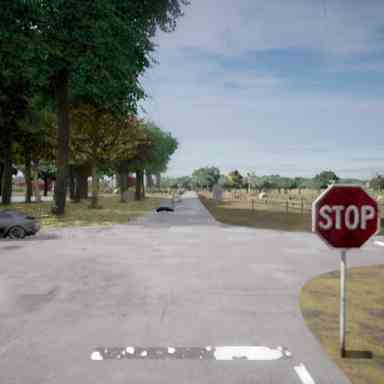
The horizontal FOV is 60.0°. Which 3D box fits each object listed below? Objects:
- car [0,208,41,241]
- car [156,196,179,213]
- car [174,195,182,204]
[{"bbox_3d":[-9.134,1.425,15.006,4.181,1.385,1.994,1,3,-12],"label":"car"},{"bbox_3d":[-2.779,1.505,36.109,2.033,1.411,5.357,0,0,0],"label":"car"},{"bbox_3d":[-2.785,1.367,60.522,2.128,1.511,4.902,0,0,0],"label":"car"}]
